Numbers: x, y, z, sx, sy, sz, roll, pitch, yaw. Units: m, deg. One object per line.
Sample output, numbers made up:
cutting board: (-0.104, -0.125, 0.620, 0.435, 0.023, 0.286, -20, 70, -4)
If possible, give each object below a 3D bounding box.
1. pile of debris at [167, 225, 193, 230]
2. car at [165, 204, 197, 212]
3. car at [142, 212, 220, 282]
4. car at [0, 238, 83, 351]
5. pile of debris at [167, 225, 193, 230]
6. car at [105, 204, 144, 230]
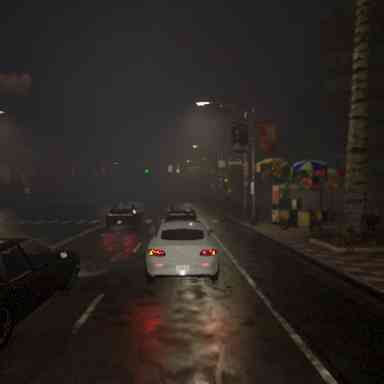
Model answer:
pile of debris: (-0.738, 2.175, 20.491, 1.500, 0.140, 1.860, 0, 0, -2)
car: (-0.681, 1.489, 21.317, 2.128, 1.511, 4.902, 0, 0, -2)
car: (-0.273, 1.525, 9.673, 1.812, 1.442, 4.674, 0, 0, -2)
car: (-3.619, 1.552, 5.983, 2.033, 1.411, 5.357, 0, 0, -2)
pile of debris: (-0.738, 2.175, 20.491, 1.500, 0.140, 1.860, 0, 0, -2)
car: (-4.173, 1.495, 21.141, 2.128, 1.511, 4.902, 0, 0, -2)
